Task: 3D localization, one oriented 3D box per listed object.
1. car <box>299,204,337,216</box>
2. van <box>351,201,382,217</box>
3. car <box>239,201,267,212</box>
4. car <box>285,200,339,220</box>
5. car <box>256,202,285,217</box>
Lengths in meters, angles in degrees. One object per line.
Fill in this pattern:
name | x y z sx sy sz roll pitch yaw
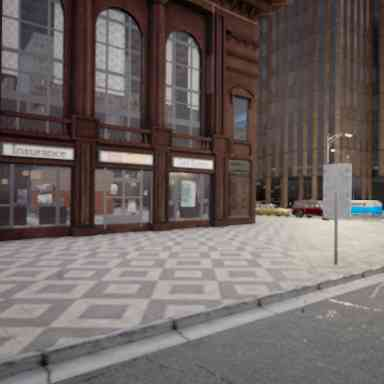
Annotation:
car | 15.774 2.170 41.783 1.802 1.307 4.206 0 -1 -35
van | 19.019 1.861 37.193 1.690 1.788 3.998 0 -1 -35
car | 9.281 2.164 50.969 1.967 1.590 4.097 0 -1 -35
car | 12.062 1.732 32.265 2.192 1.841 5.009 0 -1 -35
car | 8.915 2.008 36.717 1.752 1.417 4.829 0 -1 -35
